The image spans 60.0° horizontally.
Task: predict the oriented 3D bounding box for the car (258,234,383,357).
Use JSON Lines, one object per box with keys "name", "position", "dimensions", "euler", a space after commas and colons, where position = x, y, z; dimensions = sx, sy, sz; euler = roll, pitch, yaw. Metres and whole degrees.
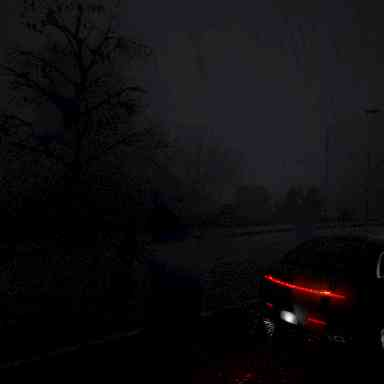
{"name": "car", "position": [3.347, 1.540, 6.134], "dimensions": [4.892, 1.490, 1.837], "euler": [0, 0, -35]}
